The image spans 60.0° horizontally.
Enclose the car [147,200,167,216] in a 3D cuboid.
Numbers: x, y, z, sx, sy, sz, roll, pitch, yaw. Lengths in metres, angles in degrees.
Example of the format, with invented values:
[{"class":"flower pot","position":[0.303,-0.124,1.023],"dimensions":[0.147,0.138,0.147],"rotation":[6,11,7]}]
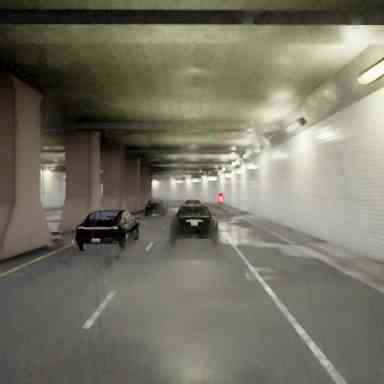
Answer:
[{"class":"car","position":[-3.401,1.495,32.434],"dimensions":[2.128,1.511,4.902],"rotation":[0,0,0]}]

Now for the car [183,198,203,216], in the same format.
[{"class":"car","position":[0.100,1.481,34.084],"dimensions":[1.882,1.535,5.008],"rotation":[0,0,0]}]

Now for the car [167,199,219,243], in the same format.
[{"class":"car","position":[0.100,1.354,16.133],"dimensions":[2.097,1.767,4.553],"rotation":[0,0,0]}]

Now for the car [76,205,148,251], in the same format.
[{"class":"car","position":[-3.400,1.493,14.200],"dimensions":[2.128,1.511,4.902],"rotation":[0,0,0]}]
